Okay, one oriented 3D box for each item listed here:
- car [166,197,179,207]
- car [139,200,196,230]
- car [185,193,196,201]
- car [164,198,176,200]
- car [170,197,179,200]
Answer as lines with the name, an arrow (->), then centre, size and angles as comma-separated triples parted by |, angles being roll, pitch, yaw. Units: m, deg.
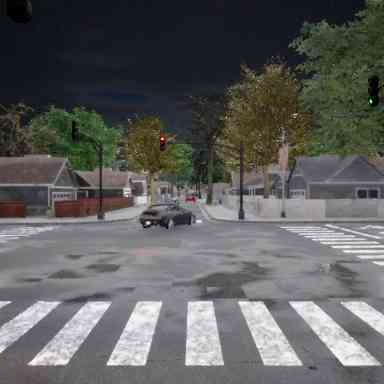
car -> -3.027, 1.575, 53.095 | 1.812, 1.442, 4.674 | 0, 0, 0
car -> -1.461, 1.513, 21.202 | 1.837, 1.490, 4.892 | 2, 1, 26
car -> -0.305, 1.308, 73.589 | 2.150, 2.045, 5.566 | 0, 0, 0
car -> -3.029, 1.571, 32.956 | 2.033, 1.411, 5.357 | 0, 0, 0
car -> -3.008, 1.600, 42.845 | 1.994, 1.385, 4.181 | 0, 0, 0
